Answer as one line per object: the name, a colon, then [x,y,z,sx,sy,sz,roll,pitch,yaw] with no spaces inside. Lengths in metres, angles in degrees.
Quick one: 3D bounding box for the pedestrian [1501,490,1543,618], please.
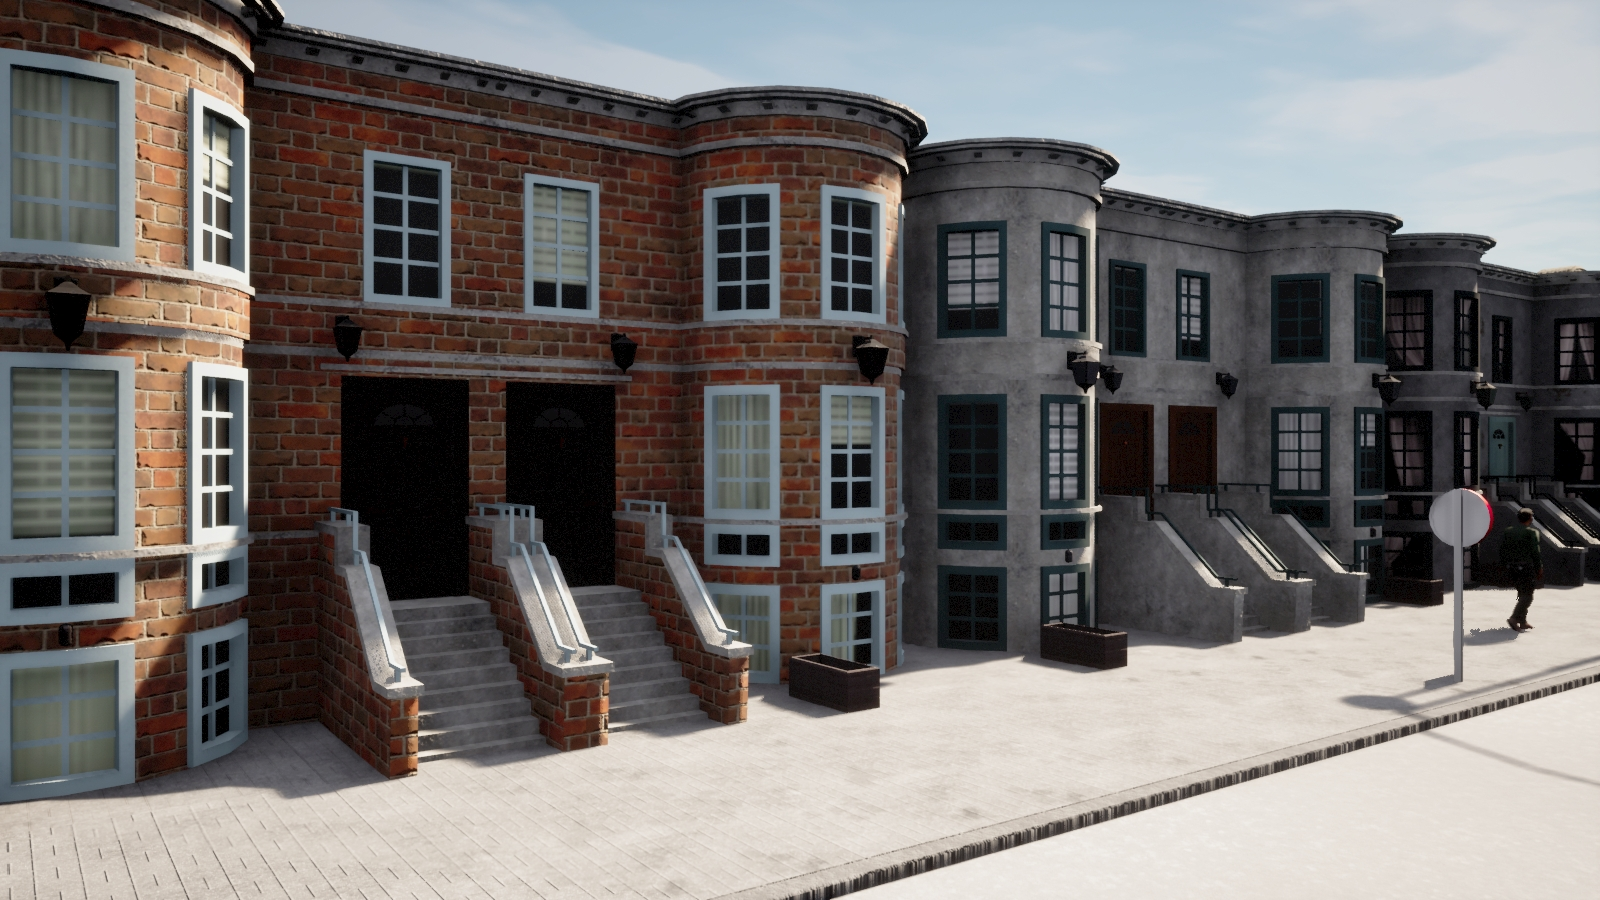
pedestrian: [10.692,1.524,16.918,0.375,1.860,0.375,0,0,-21]
